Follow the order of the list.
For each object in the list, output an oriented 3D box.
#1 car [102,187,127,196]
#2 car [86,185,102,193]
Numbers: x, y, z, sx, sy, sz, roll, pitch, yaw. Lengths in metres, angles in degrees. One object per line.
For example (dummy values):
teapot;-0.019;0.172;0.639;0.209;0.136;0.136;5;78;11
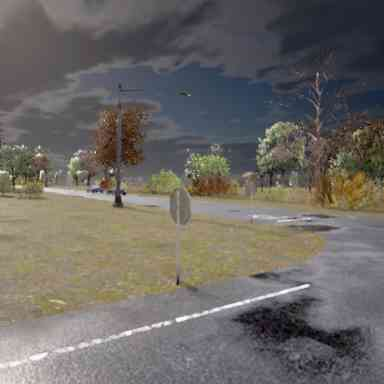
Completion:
car;-11.944;-0.138;52.105;1.895;1.301;4.718;0;2;-35
car;-17.491;-0.521;59.891;1.812;1.442;4.674;0;2;-35
